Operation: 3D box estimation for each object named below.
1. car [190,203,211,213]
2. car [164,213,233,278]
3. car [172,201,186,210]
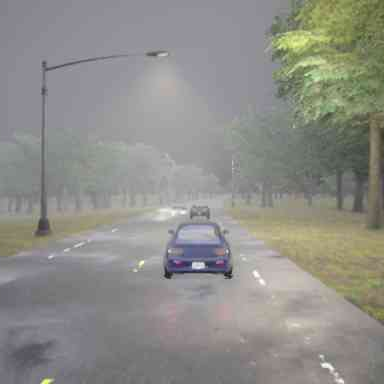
[{"bbox_3d":[0.801,1.790,32.700,2.128,1.511,4.902,0,-1,2],"label":"car"},{"bbox_3d":[0.194,1.620,10.339,1.812,1.442,4.674,0,0,1],"label":"car"},{"bbox_3d":[-1.994,2.087,50.980,1.895,1.301,4.718,0,-1,4],"label":"car"}]
